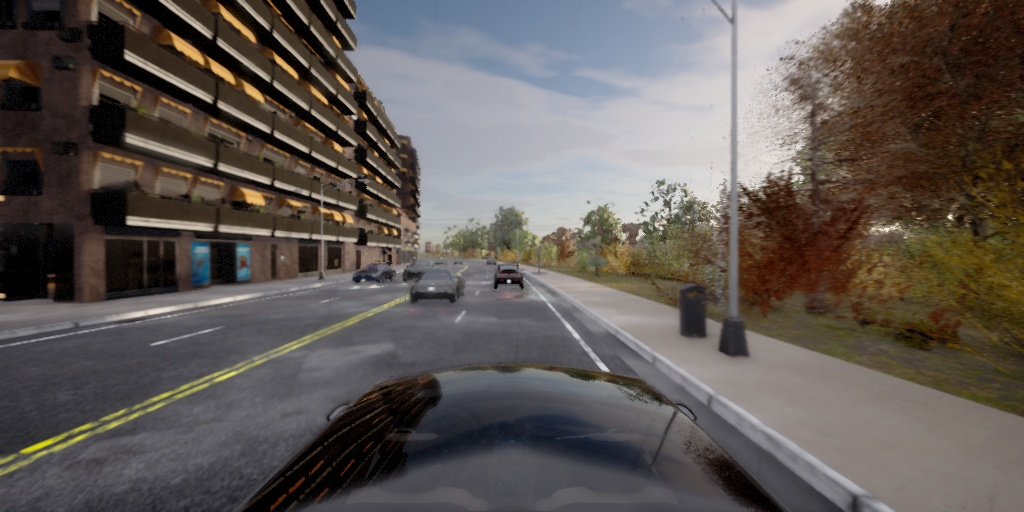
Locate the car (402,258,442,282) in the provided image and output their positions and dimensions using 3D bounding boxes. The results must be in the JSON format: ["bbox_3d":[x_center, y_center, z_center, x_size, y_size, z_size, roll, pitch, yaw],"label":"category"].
[{"bbox_3d":[-7.121,1.074,28.266,2.097,1.767,4.553,0,0,-2],"label":"car"}]

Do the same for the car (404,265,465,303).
[{"bbox_3d":[-3.323,1.299,16.604,1.994,1.385,4.181,0,0,-1],"label":"car"}]

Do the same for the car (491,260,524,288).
[{"bbox_3d":[-0.251,1.220,23.461,1.837,1.490,4.892,0,1,-2],"label":"car"}]

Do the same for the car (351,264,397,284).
[{"bbox_3d":[-10.331,1.282,27.330,2.033,1.411,5.357,0,0,-2],"label":"car"}]
